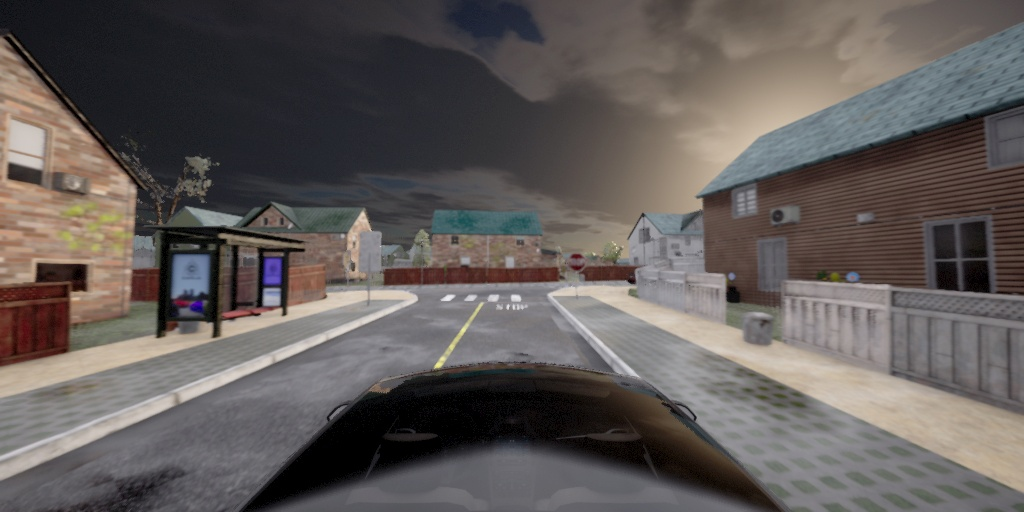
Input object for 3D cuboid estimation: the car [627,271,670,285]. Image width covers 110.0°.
[{"bbox_3d":[10.422,1.412,25.736,4.181,1.385,1.994,-1,-3,-10],"label":"car"}]
